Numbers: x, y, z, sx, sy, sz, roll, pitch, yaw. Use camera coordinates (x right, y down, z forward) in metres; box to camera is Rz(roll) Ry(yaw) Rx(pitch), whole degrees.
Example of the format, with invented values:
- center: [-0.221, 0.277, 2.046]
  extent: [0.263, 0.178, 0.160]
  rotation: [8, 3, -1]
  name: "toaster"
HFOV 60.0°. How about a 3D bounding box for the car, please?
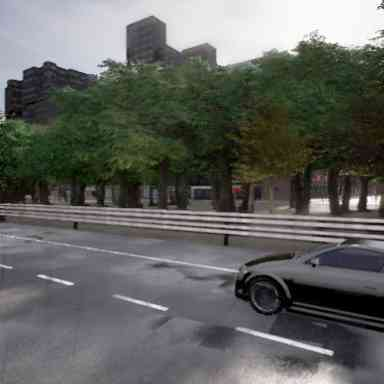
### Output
- center: [2.899, 1.567, 6.100]
  extent: [4.181, 1.385, 1.994]
  rotation: [0, 0, 35]
  name: "car"
